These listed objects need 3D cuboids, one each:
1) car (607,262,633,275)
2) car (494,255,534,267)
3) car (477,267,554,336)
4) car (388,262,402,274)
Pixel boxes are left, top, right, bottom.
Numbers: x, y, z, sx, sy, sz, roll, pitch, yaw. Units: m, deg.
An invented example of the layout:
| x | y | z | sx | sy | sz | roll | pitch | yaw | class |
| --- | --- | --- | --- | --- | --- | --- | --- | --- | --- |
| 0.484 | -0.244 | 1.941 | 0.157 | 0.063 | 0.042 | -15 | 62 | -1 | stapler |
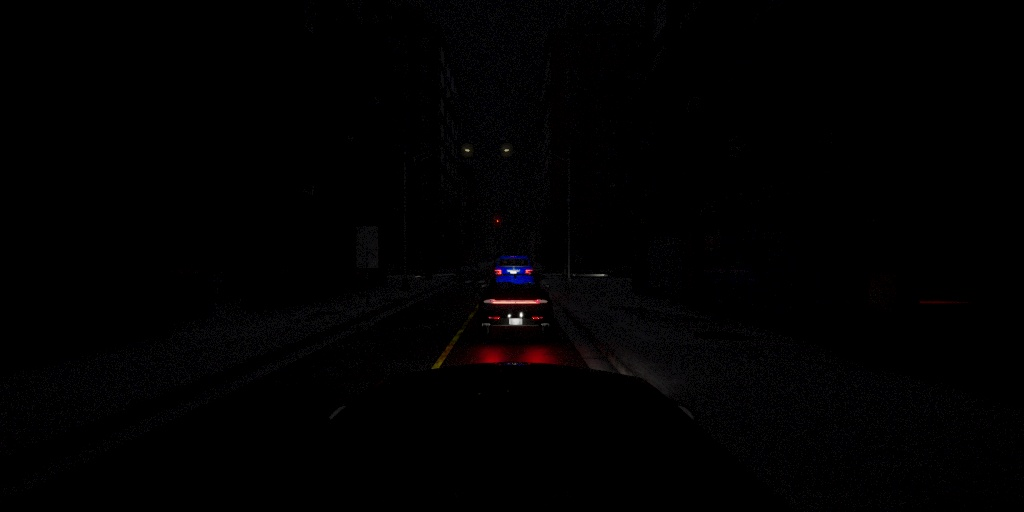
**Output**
| x | y | z | sx | sy | sz | roll | pitch | yaw | class |
| --- | --- | --- | --- | --- | --- | --- | --- | --- | --- |
| 12.157 | 1.316 | 37.714 | 4.181 | 1.385 | 1.994 | 0 | 0 | 0 | car |
| 0.102 | 0.971 | 20.693 | 2.150 | 2.045 | 5.566 | 0 | 0 | 1 | car |
| 0.098 | 1.241 | 10.381 | 2.128 | 1.511 | 4.902 | 0 | 0 | 0 | car |
| -14.660 | 1.288 | 40.352 | 4.313 | 1.339 | 1.948 | 0 | 0 | 0 | car |
